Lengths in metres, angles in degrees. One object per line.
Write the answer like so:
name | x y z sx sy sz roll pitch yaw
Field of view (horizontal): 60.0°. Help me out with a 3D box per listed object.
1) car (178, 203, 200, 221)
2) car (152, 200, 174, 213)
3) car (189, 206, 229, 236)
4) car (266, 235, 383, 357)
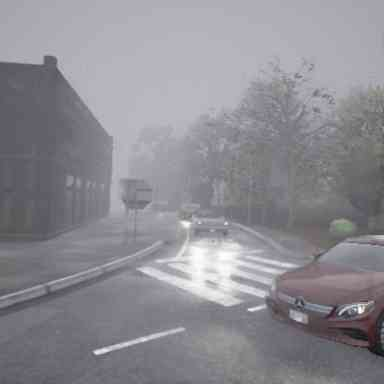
car | -0.074 1.767 30.362 1.837 1.490 4.892 2 -1 -11
car | -3.831 1.872 43.672 1.882 1.535 5.008 3 -1 -21
car | 1.036 1.784 20.092 1.895 1.301 4.718 2 0 -2
car | 3.428 1.574 6.145 4.674 1.442 1.812 1 -2 -35
